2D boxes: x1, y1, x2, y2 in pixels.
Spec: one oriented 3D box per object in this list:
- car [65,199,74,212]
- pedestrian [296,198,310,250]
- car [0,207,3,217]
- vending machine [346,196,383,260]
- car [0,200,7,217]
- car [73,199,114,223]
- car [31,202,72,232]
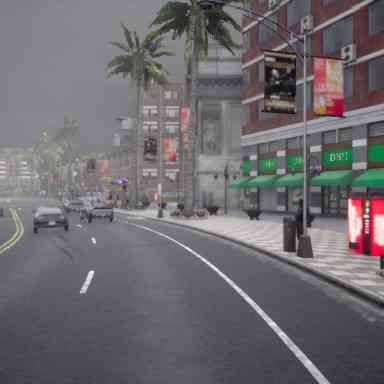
[{"bbox_3d":[-12.158,1.492,34.075,2.128,1.511,4.902,0,0,-28],"label":"car"},{"bbox_3d":[3.836,1.141,11.614,0.375,1.860,0.375,0,0,-13],"label":"pedestrian"},{"bbox_3d":[-3.527,1.213,1.758,2.150,2.045,5.566,0,-1,-5],"label":"car"},{"bbox_3d":[6.073,1.195,11.452,1.100,2.100,0.880,0,0,-12],"label":"vending machine"},{"bbox_3d":[-18.248,1.506,30.509,1.837,1.490,4.892,0,0,-29],"label":"car"},{"bbox_3d":[-7.490,1.492,25.849,2.128,1.511,4.902,0,0,-29],"label":"car"},{"bbox_3d":[-8.624,1.526,20.164,1.812,1.442,4.674,0,0,-26],"label":"car"}]
